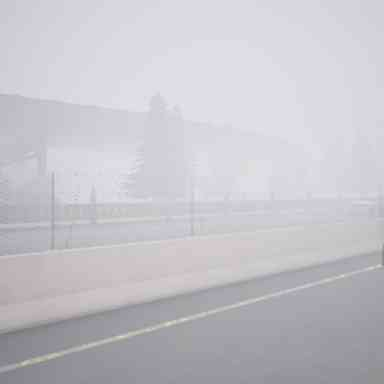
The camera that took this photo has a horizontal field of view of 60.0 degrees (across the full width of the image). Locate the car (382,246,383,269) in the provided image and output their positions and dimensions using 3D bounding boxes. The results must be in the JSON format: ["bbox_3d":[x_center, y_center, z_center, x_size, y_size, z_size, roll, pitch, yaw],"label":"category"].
[{"bbox_3d":[6.900,1.512,8.808,4.902,1.511,2.128,0,0,-36],"label":"car"}]
